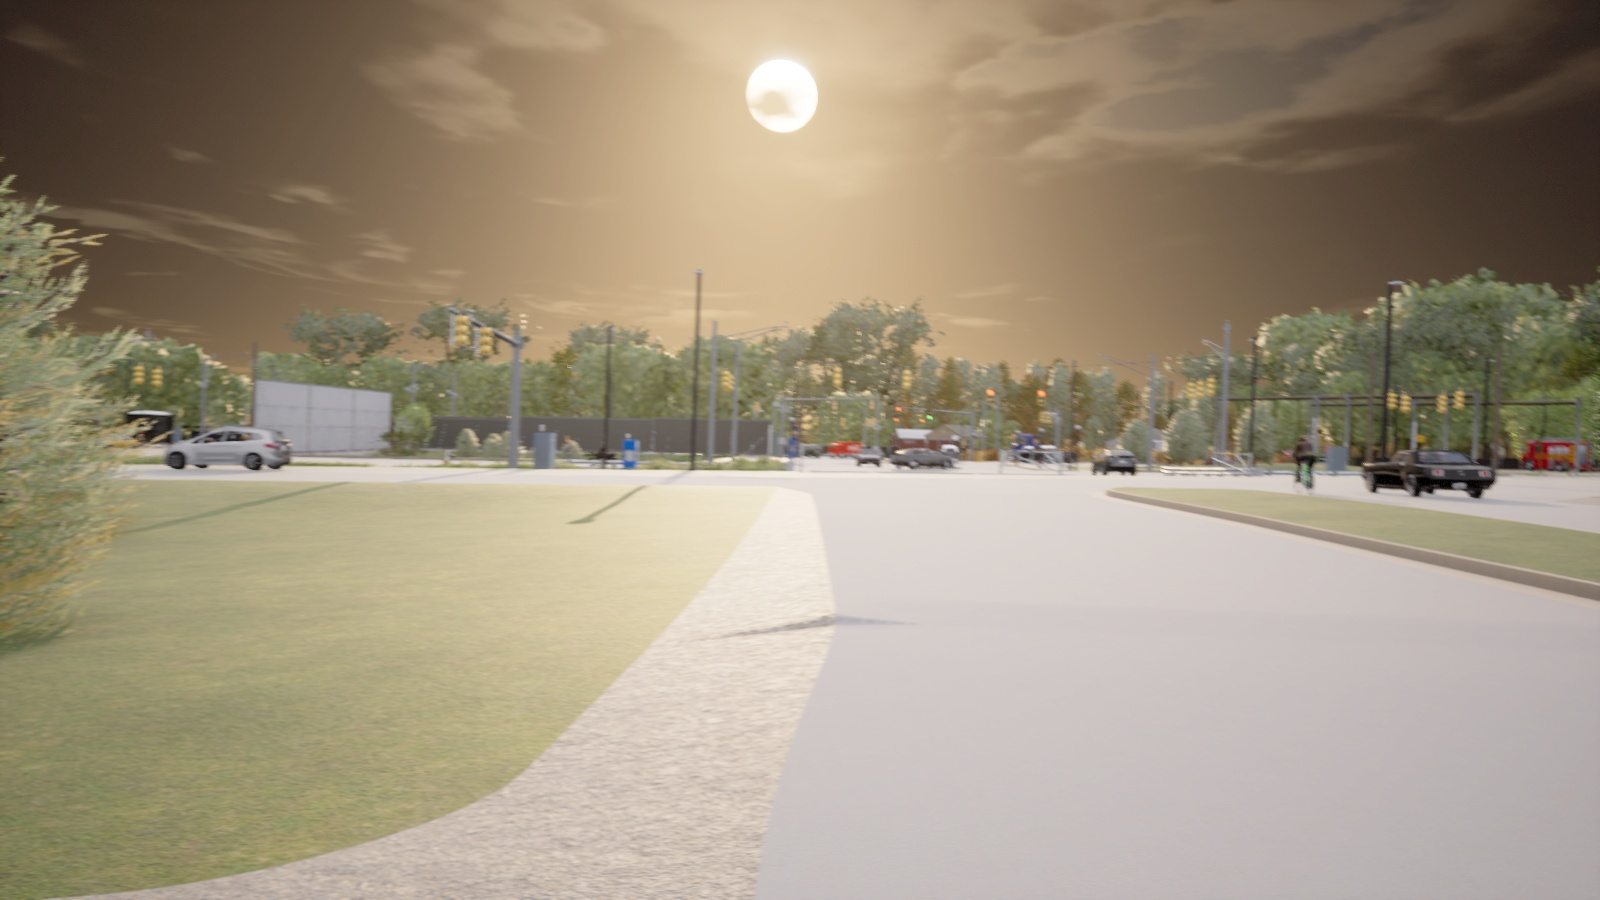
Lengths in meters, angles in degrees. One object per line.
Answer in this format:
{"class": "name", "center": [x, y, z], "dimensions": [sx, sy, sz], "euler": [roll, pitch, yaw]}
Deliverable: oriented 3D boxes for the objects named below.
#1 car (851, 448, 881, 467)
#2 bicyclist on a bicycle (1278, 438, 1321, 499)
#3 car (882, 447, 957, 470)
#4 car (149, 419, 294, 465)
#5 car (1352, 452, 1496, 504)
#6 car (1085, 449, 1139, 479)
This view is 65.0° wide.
{"class": "car", "center": [5.156, 0.590, 99.280], "dimensions": [2.033, 1.411, 5.357], "euler": [1, 0, 0]}
{"class": "bicyclist on a bicycle", "center": [13.911, 0.503, 34.980], "dimensions": [0.582, 1.620, 1.656], "euler": [2, 0, 4]}
{"class": "car", "center": [8.388, 0.600, 87.966], "dimensions": [4.902, 1.511, 2.128], "euler": [1, 1, -31]}
{"class": "car", "center": [-22.590, -0.317, 49.195], "dimensions": [4.611, 1.667, 2.242], "euler": [1, 1, 0]}
{"class": "car", "center": [17.418, 0.742, 35.336], "dimensions": [1.895, 1.301, 4.718], "euler": [2, 0, 4]}
{"class": "car", "center": [17.284, 0.739, 69.760], "dimensions": [2.007, 1.525, 4.514], "euler": [1, 1, 3]}
